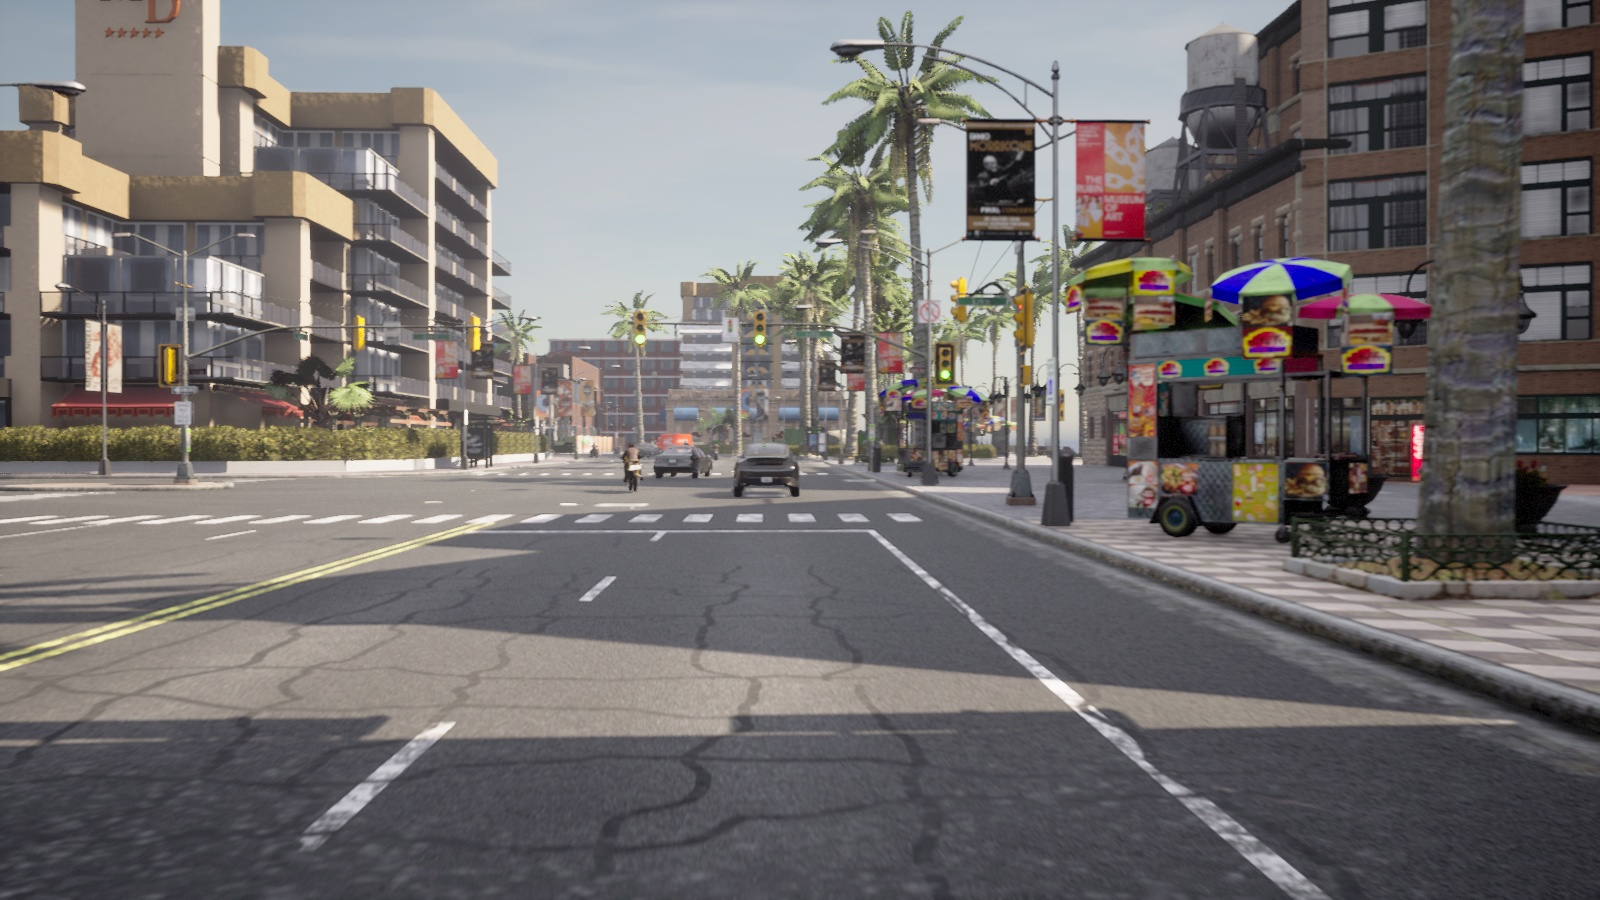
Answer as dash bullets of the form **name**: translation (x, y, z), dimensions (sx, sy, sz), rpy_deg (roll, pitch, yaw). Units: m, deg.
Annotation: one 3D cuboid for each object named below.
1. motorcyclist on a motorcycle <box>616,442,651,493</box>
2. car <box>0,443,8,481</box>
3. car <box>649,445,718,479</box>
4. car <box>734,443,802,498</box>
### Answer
- **motorcyclist on a motorcycle**: translation (-5.109, 0.510, 38.513), dimensions (0.797, 1.523, 2.044), rpy_deg (-1, 1, -14)
- **car**: translation (-33.507, 0.465, 48.231), dimensions (4.792, 1.488, 2.163), rpy_deg (0, 0, -2)
- **car**: translation (-4.986, 0.485, 54.474), dimensions (2.033, 1.411, 5.357), rpy_deg (0, 0, 5)
- **car**: translation (-0.934, 0.545, 36.588), dimensions (1.837, 1.490, 4.892), rpy_deg (0, 0, -2)
